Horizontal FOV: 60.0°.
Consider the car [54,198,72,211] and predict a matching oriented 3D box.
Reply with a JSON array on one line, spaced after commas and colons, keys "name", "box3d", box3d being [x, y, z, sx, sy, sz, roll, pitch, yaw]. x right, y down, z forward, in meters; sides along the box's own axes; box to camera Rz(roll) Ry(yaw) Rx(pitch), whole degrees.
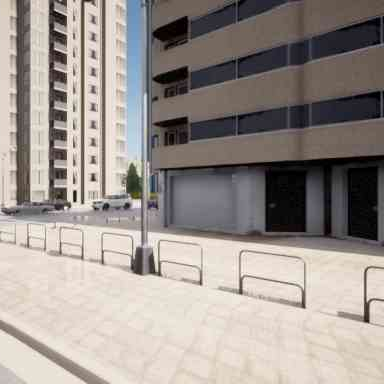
[{"name": "car", "box3d": [-16.800, 1.559, 39.603, 1.837, 1.490, 4.892, 0, 0, 38]}]

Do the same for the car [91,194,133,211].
[{"name": "car", "box3d": [-10.118, 1.276, 42.372, 2.150, 2.045, 5.566, 0, 0, 39]}]

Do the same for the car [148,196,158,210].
[{"name": "car", "box3d": [-3.978, 1.406, 44.191, 2.097, 1.767, 4.553, 0, 0, 38]}]

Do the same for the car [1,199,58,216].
[{"name": "car", "box3d": [-16.749, 1.655, 34.046, 1.895, 1.301, 4.718, 0, 0, 38]}]

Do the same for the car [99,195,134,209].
[{"name": "car", "box3d": [-10.698, 1.406, 47.243, 2.097, 1.767, 4.553, 0, 0, 39]}]
